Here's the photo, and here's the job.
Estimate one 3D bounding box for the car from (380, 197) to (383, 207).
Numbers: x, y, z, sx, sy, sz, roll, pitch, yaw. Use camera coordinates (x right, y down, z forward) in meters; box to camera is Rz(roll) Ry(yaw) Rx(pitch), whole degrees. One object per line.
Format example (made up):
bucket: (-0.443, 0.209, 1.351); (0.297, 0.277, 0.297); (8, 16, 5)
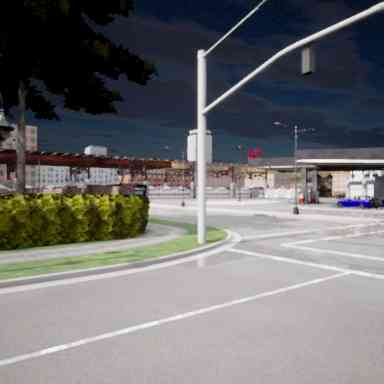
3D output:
car: (25.507, 1.430, 47.219); (1.970, 1.475, 3.806); (0, 0, -35)

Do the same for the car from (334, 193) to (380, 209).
car: (21.237, 1.273, 43.301); (2.242, 1.667, 4.611); (0, 0, -35)
